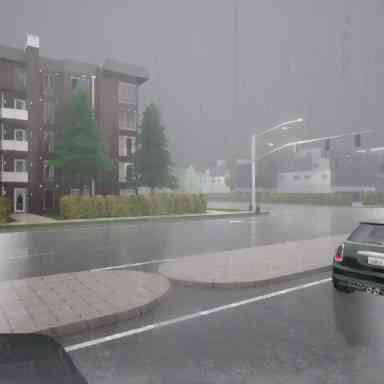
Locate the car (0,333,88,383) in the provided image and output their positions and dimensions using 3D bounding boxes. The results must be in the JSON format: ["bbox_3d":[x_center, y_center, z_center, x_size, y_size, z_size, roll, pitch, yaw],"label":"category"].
[{"bbox_3d":[-3.164,1.547,1.492,5.357,1.411,2.033,0,0,-35],"label":"car"}]

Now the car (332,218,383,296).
[{"bbox_3d":[5.272,1.352,7.629,4.553,1.767,2.097,0,0,-35],"label":"car"}]
